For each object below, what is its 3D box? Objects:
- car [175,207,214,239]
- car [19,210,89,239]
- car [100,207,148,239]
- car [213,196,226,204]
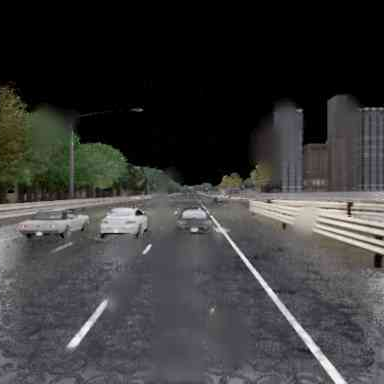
[{"bbox_3d":[0.114,1.511,17.163,1.812,1.442,4.674,0,0,0],"label":"car"},{"bbox_3d":[-6.899,1.586,17.248,1.895,1.301,4.718,0,0,0],"label":"car"},{"bbox_3d":[-3.398,1.511,17.207,1.812,1.442,4.674,0,0,0],"label":"car"},{"bbox_3d":[5.275,1.519,64.677,2.033,1.411,5.357,0,0,-7],"label":"car"}]
